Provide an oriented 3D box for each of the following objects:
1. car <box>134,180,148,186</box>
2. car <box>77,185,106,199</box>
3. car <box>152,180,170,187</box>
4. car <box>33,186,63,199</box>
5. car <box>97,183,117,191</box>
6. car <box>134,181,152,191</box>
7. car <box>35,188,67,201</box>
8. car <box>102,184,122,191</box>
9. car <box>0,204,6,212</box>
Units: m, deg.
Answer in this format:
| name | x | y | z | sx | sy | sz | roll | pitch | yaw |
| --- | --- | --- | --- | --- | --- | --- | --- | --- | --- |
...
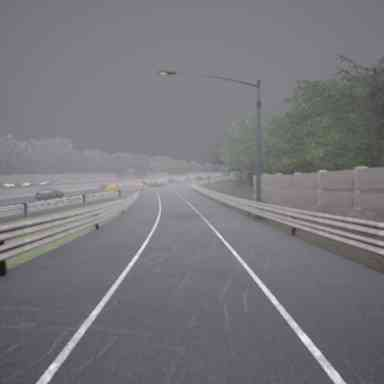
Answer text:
| name | x | y | z | sx | sy | sz | roll | pitch | yaw |
| --- | --- | --- | --- | --- | --- | --- | --- | --- | --- |
| car | -14.051 | -2.420 | 91.893 | 1.882 | 1.535 | 5.008 | 0 | 4 | 12 |
| car | -15.782 | 0.256 | 51.148 | 2.128 | 1.511 | 4.902 | 0 | 4 | 12 |
| car | -8.059 | -1.987 | 86.526 | 1.895 | 1.301 | 4.718 | 0 | 4 | 12 |
| car | -22.632 | 0.059 | 52.583 | 2.097 | 1.767 | 4.553 | 0 | 4 | 12 |
| car | -18.361 | -1.068 | 72.155 | 2.128 | 1.511 | 4.902 | 0 | 4 | 12 |
| car | -11.097 | -1.185 | 72.604 | 1.882 | 1.535 | 5.008 | 0 | 4 | 12 |
| car | -20.053 | 0.490 | 47.991 | 1.837 | 1.490 | 4.892 | 0 | 4 | 12 |
| car | -15.796 | -0.832 | 67.491 | 1.882 | 1.535 | 5.008 | 0 | 4 | 12 |
| car | -20.051 | 1.588 | 31.594 | 2.128 | 1.511 | 4.902 | 0 | 4 | 12 |
